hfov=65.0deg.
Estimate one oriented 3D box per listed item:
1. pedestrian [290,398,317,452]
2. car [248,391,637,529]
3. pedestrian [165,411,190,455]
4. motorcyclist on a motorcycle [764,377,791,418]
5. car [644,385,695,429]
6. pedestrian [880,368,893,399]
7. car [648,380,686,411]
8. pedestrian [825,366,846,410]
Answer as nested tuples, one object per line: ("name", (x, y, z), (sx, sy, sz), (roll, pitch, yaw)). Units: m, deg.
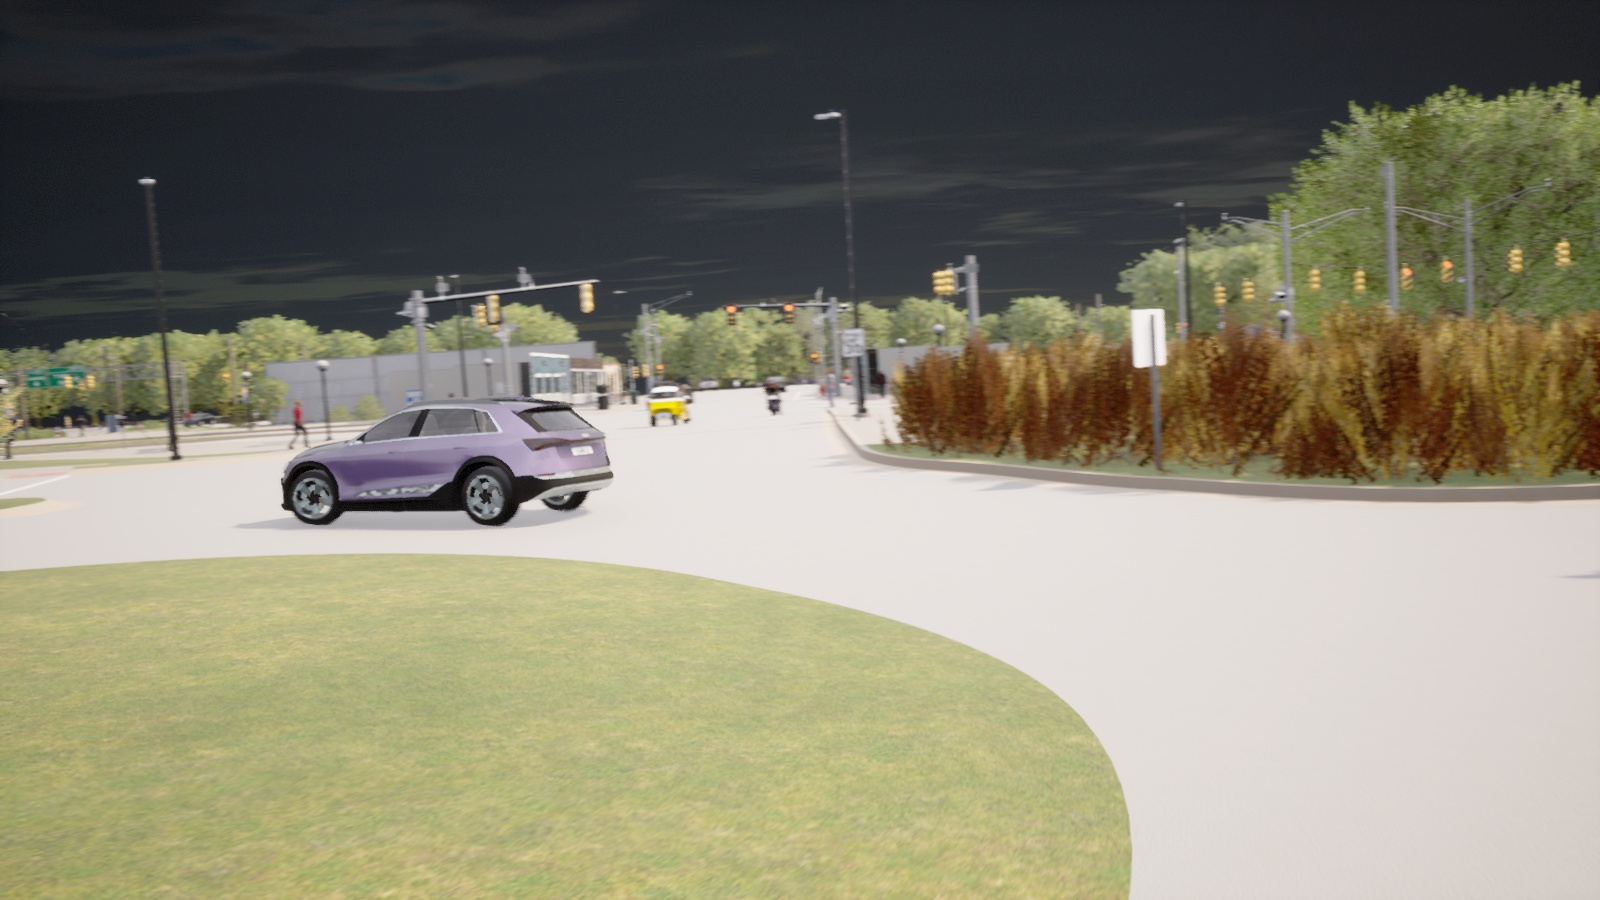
("pedestrian", (-17.423, -0.876, 44.052), (0.331, 1.846, 0.636), (-1, 5, 37))
("car", (-4.913, 0.144, 17.259), (4.856, 1.649, 2.033), (-2, 3, 24))
("pedestrian", (-27.574, -0.754, 55.629), (0.726, 1.842, 0.402), (-4, 4, 1))
("motorcyclist on a motorcycle", (-0.887, -2.092, 50.260), (0.866, 1.530, 2.191), (-4, 2, 2))
("car", (-4.579, -1.537, 44.316), (1.481, 1.376, 2.207), (-4, 3, 0))
("pedestrian", (5.384, -4.158, 78.199), (0.634, 1.844, 0.899), (-4, 4, 1))
("car", (-9.021, -3.734, 85.712), (1.905, 1.878, 3.866), (-4, 4, 3))
("pedestrian", (1.505, -2.637, 53.583), (0.706, 1.836, 0.354), (-5, 4, -10))
